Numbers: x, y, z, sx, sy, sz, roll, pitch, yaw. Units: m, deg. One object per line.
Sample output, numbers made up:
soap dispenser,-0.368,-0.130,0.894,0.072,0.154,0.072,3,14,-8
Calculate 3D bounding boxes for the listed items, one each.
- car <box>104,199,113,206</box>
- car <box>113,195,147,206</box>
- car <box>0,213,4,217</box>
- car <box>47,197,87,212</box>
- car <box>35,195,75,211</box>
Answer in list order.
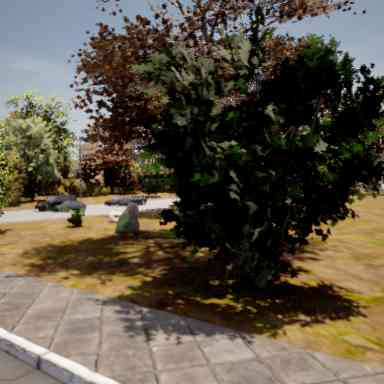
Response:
car,-11.401,1.382,52.918,2.033,1.411,5.357,-1,2,39
car,-9.017,1.318,50.301,1.837,1.490,4.892,-1,2,39
car,-21.832,2.002,34.421,1.994,1.385,4.181,-1,0,39
car,-15.547,1.782,42.215,1.994,1.385,4.181,-1,1,39
car,-18.095,1.478,44.643,2.150,2.045,5.566,-1,1,38
